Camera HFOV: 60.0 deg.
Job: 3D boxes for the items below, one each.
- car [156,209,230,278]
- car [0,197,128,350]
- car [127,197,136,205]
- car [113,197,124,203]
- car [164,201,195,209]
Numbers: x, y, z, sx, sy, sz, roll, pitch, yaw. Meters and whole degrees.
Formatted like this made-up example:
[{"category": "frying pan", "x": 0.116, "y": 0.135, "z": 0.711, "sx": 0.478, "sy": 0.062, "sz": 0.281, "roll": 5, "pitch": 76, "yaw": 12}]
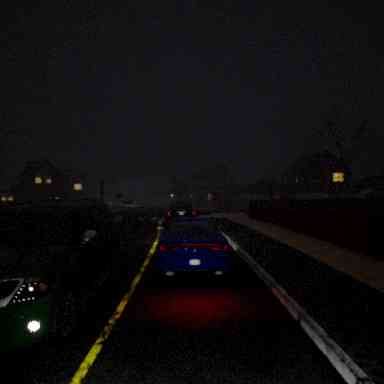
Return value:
[{"category": "car", "x": -0.068, "y": 1.497, "z": 10.237, "sx": 1.882, "sy": 1.535, "sz": 5.008, "roll": 0, "pitch": 0, "yaw": -3}, {"category": "car", "x": -2.911, "y": 1.233, "z": 6.640, "sx": 2.150, "sy": 2.045, "sz": 5.566, "roll": 0, "pitch": 0, "yaw": -1}, {"category": "car", "x": -12.768, "y": 1.737, "z": 67.524, "sx": 2.097, "sy": 1.767, "sz": 4.553, "roll": 0, "pitch": -1, "yaw": -18}, {"category": "car", "x": -18.346, "y": 1.902, "z": 82.569, "sx": 1.994, "sy": 1.385, "sz": 4.181, "roll": 0, "pitch": -1, "yaw": -22}, {"category": "car", "x": -0.835, "y": 1.402, "z": 22.994, "sx": 2.097, "sy": 1.767, "sz": 4.553, "roll": 0, "pitch": 0, "yaw": -5}]
